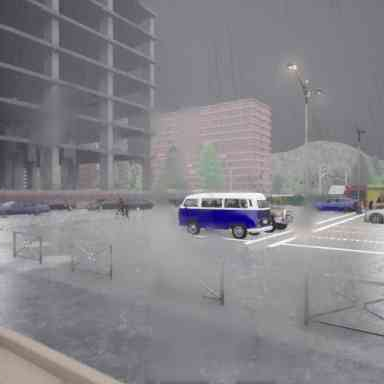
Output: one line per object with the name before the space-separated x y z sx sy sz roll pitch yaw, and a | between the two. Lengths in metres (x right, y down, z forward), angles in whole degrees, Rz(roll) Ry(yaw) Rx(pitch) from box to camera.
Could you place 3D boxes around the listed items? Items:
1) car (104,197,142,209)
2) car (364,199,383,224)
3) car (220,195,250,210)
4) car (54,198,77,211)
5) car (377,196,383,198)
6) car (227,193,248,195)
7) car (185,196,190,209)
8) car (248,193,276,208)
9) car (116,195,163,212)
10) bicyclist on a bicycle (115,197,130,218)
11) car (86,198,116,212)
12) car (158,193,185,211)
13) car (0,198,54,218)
car | -9.352 1.436 45.524 2.128 1.511 4.902 0 0 35
car | 13.297 1.395 21.444 3.806 1.475 1.970 0 0 36
car | 6.407 1.509 49.331 1.994 1.385 4.181 0 0 35
car | -15.272 1.436 37.136 2.128 1.511 4.902 0 0 35
car | 16.501 1.153 26.010 4.605 1.855 1.932 0 0 36
car | 8.652 1.436 58.591 2.128 1.511 4.902 0 0 35
car | -3.228 1.166 54.147 2.150 2.045 5.566 0 0 35
car | 12.424 1.166 57.873 2.150 2.045 5.566 0 0 35
car | -5.915 1.449 37.917 1.837 1.490 4.892 0 0 35
bicyclist on a bicycle | -5.455 1.248 25.923 1.656 1.620 0.582 0 0 35
car | -9.990 1.449 38.555 1.837 1.490 4.892 0 0 35
car | -3.818 1.166 47.284 2.150 2.045 5.566 0 0 35
car | -15.811 1.492 30.296 2.033 1.411 5.357 0 0 35
